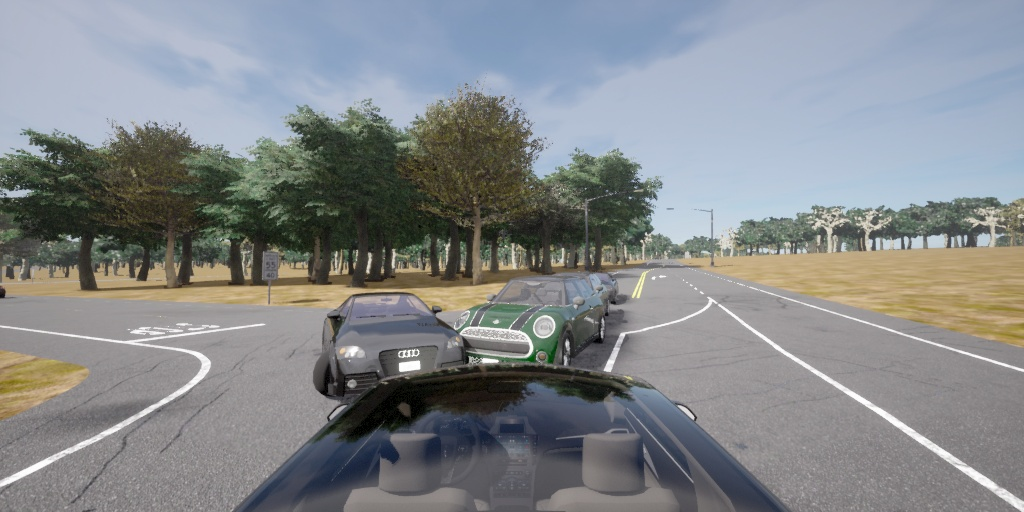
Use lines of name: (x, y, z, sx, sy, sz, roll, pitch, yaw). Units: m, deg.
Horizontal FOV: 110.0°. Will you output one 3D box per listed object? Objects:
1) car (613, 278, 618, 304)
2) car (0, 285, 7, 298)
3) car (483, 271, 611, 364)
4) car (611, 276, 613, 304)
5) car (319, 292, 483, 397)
car: (4.217, 1.509, 17.870, 1.994, 1.385, 4.181, -1, 0, 19)
car: (-40.861, 2.562, 27.387, 4.181, 1.385, 1.994, -2, -3, 22)
car: (0.617, 1.218, 7.830, 2.097, 1.767, 4.553, -1, -2, 26)
car: (2.023, 1.344, 12.143, 2.097, 1.767, 4.553, -1, -1, 21)
car: (-2.355, 1.376, 6.625, 1.994, 1.385, 4.181, 1, -2, -29)
